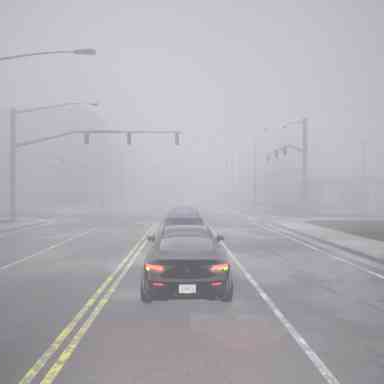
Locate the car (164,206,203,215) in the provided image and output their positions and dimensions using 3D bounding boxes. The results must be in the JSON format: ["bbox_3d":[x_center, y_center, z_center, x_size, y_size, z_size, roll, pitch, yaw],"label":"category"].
[{"bbox_3d":[-0.430,1.478,17.160,1.882,1.535,5.008,0,0,-2],"label":"car"}]

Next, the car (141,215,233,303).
[{"bbox_3d":[-0.145,1.526,8.111,1.812,1.442,4.674,0,0,-2],"label":"car"}]
